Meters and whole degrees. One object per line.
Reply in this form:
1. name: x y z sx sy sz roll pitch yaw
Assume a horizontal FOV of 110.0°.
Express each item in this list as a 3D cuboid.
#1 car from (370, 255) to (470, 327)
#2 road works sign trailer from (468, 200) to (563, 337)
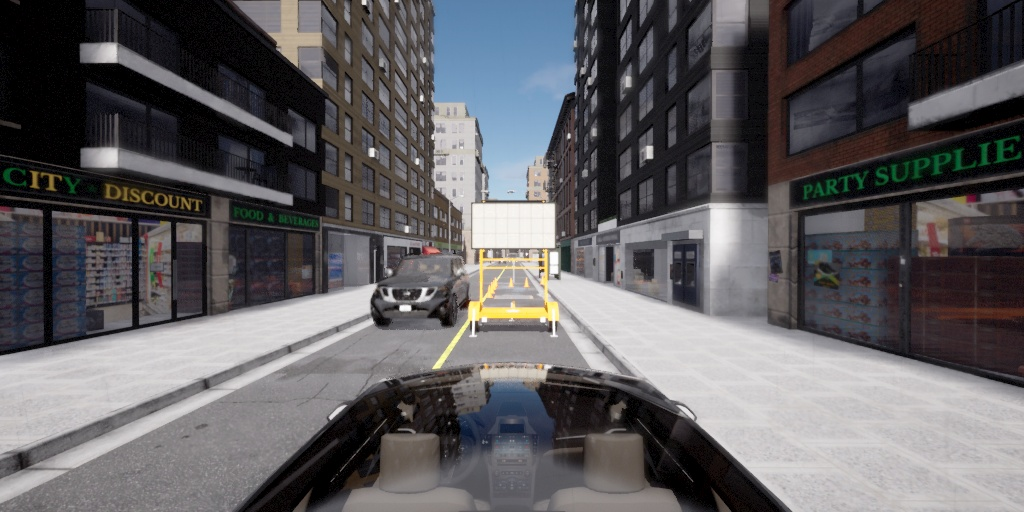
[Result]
1. car: -2.695 0.970 11.868 2.150 2.045 5.566 0 0 0
2. road works sign trailer: 0.047 0.213 10.257 2.380 3.560 2.880 0 0 0
